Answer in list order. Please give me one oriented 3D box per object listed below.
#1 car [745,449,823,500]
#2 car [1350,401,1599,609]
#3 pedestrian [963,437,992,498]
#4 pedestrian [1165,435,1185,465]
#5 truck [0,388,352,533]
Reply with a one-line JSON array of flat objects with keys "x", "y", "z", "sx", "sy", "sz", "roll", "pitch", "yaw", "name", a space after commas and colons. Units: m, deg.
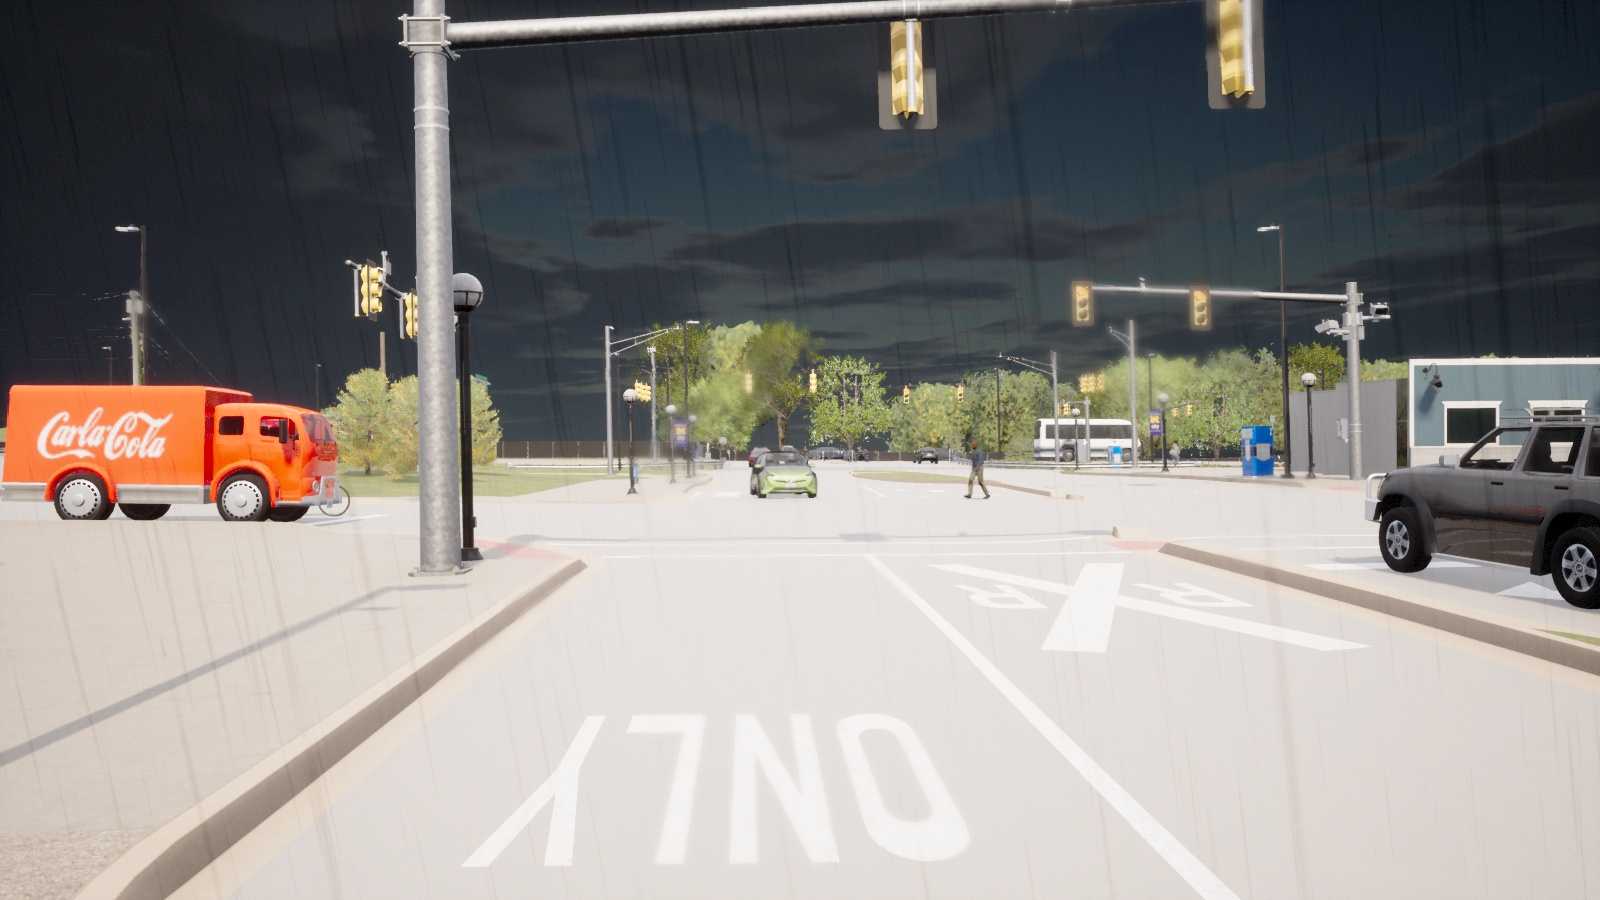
[{"x": -0.610, "y": 0.767, "z": 41.725, "sx": 2.007, "sy": 1.525, "sz": 4.514, "roll": -1, "pitch": 0, "yaw": -8, "name": "car"}, {"x": 7.887, "y": 0.437, "z": 13.015, "sx": 1.932, "sy": 1.855, "sz": 4.605, "roll": -1, "pitch": 1, "yaw": -7, "name": "car"}, {"x": 5.397, "y": 0.537, "z": 38.284, "sx": 0.726, "sy": 1.835, "sz": 0.370, "roll": -2, "pitch": -1, "yaw": -21, "name": "pedestrian"}, {"x": 23.610, "y": 0.008, "z": 79.098, "sx": 0.900, "sy": 1.855, "sz": 0.874, "roll": -2, "pitch": -1, "yaw": -1, "name": "pedestrian"}, {"x": -11.174, "y": 0.198, "z": 22.732, "sx": 5.204, "sy": 2.467, "sz": 2.627, "roll": 0, "pitch": -1, "yaw": -2, "name": "truck"}]
